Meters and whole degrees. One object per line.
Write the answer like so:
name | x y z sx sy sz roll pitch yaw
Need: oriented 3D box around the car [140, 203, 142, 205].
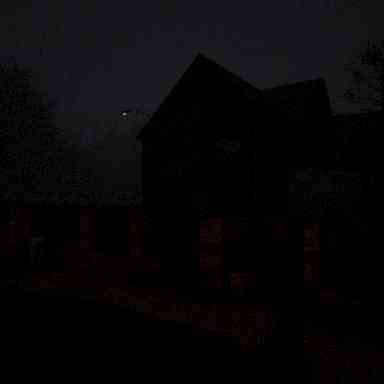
car | -4.921 1.624 44.612 1.837 1.490 4.892 0 0 35

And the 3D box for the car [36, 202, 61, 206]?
car | -14.087 1.670 31.691 1.895 1.301 4.718 0 0 35

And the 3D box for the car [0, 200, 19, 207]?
car | -15.054 1.397 24.700 2.097 1.767 4.553 0 0 35
